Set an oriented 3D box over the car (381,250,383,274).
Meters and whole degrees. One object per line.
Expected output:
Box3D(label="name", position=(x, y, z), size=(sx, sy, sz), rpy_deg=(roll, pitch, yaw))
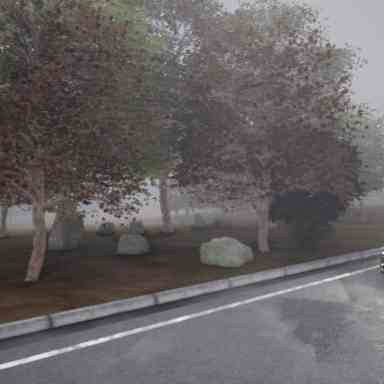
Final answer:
Box3D(label="car", position=(6.928, 1.499, 8.864), size=(4.892, 1.490, 1.837), rpy_deg=(1, 0, -35))
